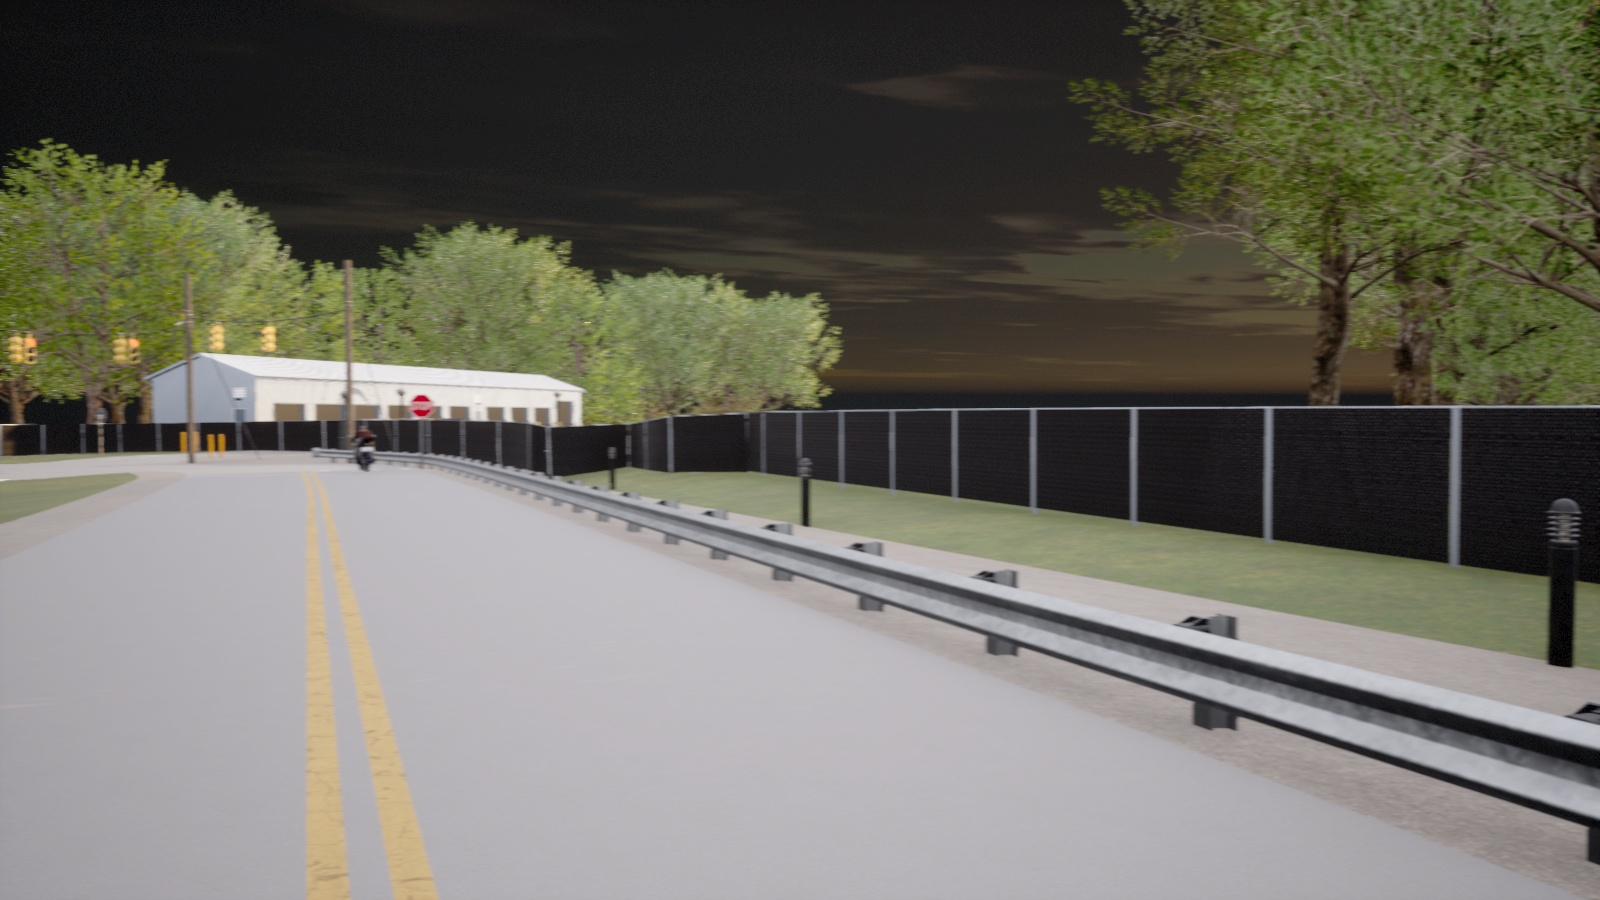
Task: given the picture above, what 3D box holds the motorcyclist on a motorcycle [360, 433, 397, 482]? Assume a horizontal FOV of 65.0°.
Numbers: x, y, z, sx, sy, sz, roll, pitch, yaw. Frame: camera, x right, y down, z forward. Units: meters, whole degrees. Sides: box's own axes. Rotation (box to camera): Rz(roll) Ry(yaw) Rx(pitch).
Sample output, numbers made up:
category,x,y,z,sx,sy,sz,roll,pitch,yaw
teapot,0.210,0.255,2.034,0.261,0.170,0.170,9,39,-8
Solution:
category,x,y,z,sx,sy,sz,roll,pitch,yaw
motorcyclist on a motorcycle,-13.856,0.221,41.266,0.866,1.530,2.191,-2,1,-25
